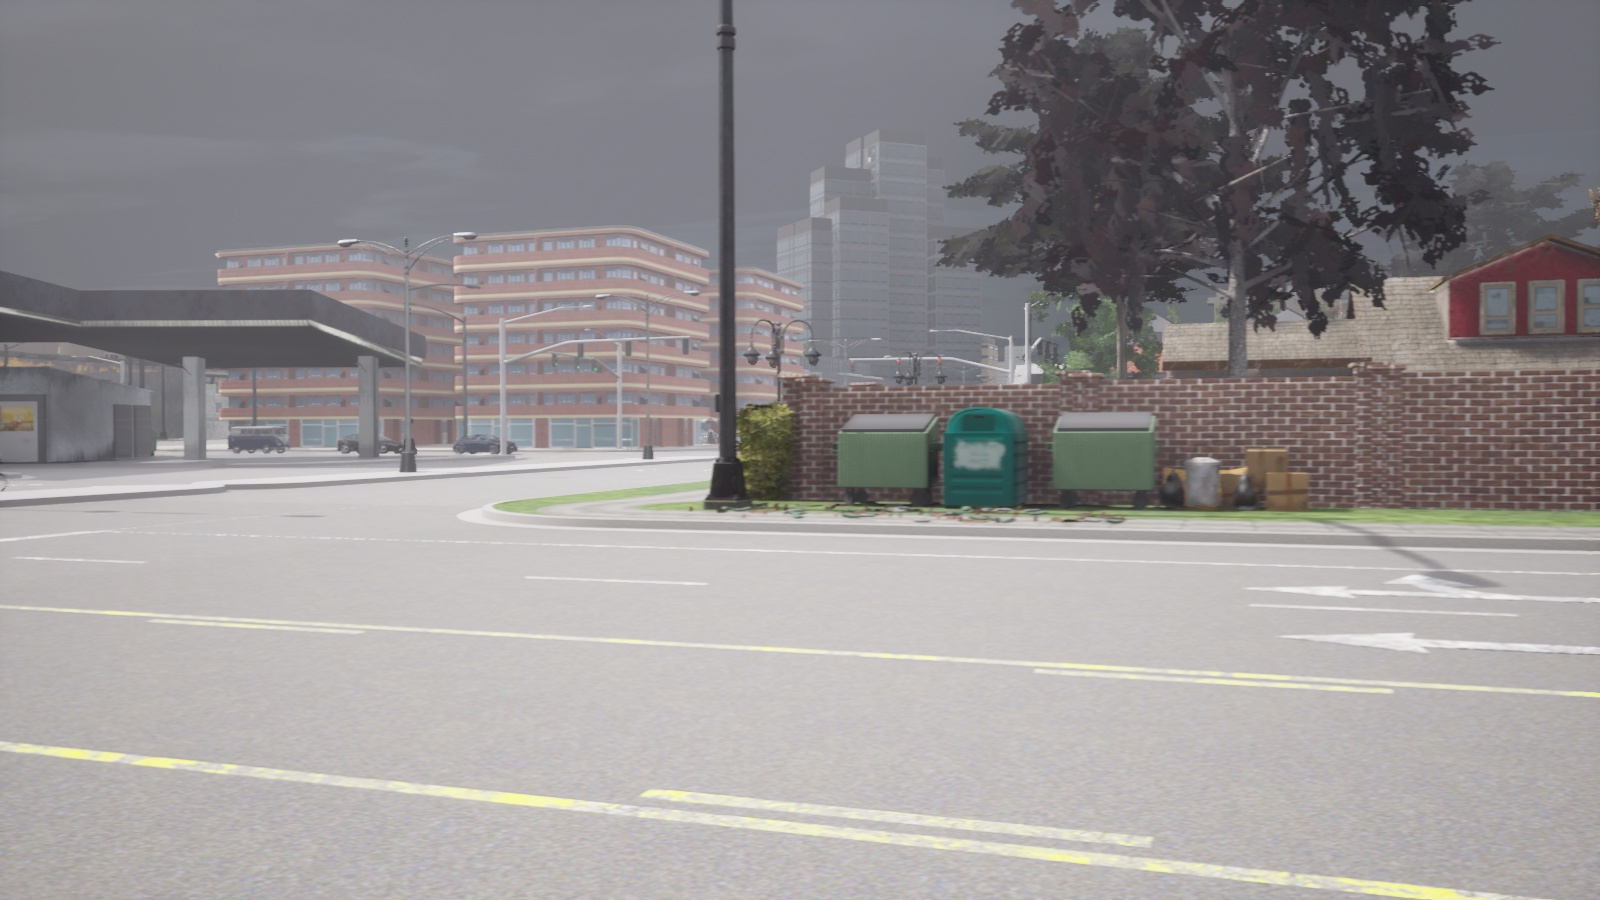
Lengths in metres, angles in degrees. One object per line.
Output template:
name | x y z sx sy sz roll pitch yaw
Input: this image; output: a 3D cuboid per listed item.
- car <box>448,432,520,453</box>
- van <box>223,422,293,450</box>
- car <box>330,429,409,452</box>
car | -21.036 -0.529 83.682 4.181 1.385 1.994 0 1 16
van | -38.482 -0.994 89.203 4.442 1.987 1.775 1 1 17
car | -29.592 -0.669 86.411 4.792 1.488 2.163 1 1 17
